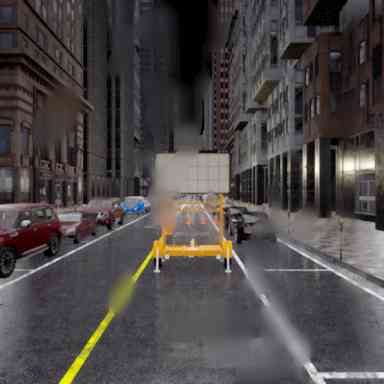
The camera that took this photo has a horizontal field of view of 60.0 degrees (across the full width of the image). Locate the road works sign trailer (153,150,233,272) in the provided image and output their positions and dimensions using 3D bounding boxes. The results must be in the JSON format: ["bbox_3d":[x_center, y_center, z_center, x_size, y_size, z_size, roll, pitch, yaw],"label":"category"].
[{"bbox_3d":[0.025,0.464,10.726,2.380,3.560,2.880,0,0,0],"label":"road works sign trailer"}]

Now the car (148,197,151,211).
[{"bbox_3d":[-5.667,1.533,38.113,1.752,1.417,4.829,0,0,0],"label":"car"}]

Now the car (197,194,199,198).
[{"bbox_3d":[2.998,1.595,94.297,1.887,1.381,4.507,0,0,0],"label":"car"}]

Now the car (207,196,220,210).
[{"bbox_3d":[2.845,1.445,32.674,1.967,1.590,4.097,0,0,0],"label":"car"}]

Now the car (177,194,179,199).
[{"bbox_3d":[-5.527,1.595,94.300,1.887,1.381,4.507,0,0,0],"label":"car"}]

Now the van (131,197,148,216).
[{"bbox_3d":[-5.680,1.346,32.681,1.690,1.788,3.998,0,0,0],"label":"van"}]

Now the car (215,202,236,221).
[{"bbox_3d":[2.817,1.567,21.470,1.947,1.339,4.313,0,0,0],"label":"car"}]

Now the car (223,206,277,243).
[{"bbox_3d":[2.803,1.566,15.868,1.947,1.339,4.313,0,0,0],"label":"car"}]

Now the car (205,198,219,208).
[{"bbox_3d":[2.886,1.597,49.481,1.802,1.307,4.206,0,0,0],"label":"car"}]

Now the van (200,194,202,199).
[{"bbox_3d":[2.915,1.363,60.684,1.690,1.788,3.998,0,0,0],"label":"van"}]

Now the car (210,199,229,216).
[{"bbox_3d":[2.831,1.554,27.072,2.008,1.369,4.403,0,0,0],"label":"car"}]

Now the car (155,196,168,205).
[{"bbox_3d":[-5.611,1.462,60.690,1.967,1.590,4.097,0,0,0],"label":"car"}]

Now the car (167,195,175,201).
[{"bbox_3d":[-5.542,1.570,88.528,1.752,1.417,4.829,0,0,0],"label":"car"}]

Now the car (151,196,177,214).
[{"bbox_3d":[-3.007,1.512,36.271,1.837,1.490,4.892,0,0,0],"label":"car"}]

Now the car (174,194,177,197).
[{"bbox_3d":[-5.555,1.591,83.097,2.008,1.369,4.403,0,0,0],"label":"car"}]

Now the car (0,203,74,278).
[{"bbox_3d":[-5.735,1.315,10.275,2.192,1.841,5.009,0,0,0],"label":"car"}]

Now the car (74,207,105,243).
[{"bbox_3d":[-5.722,1.582,15.876,1.802,1.307,4.206,0,0,0],"label":"car"}]

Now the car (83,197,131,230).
[{"bbox_3d":[-5.707,1.316,21.479,2.192,1.841,5.009,0,0,0],"label":"car"}]

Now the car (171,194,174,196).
[{"bbox_3d":[-5.583,1.596,71.894,1.947,1.339,4.313,0,0,0],"label":"car"}]

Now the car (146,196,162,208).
[{"bbox_3d":[-5.639,1.455,49.487,1.967,1.590,4.097,0,0,0],"label":"car"}]

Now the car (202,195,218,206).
[{"bbox_3d":[2.873,1.326,43.878,2.192,1.841,5.009,0,0,0],"label":"car"}]
